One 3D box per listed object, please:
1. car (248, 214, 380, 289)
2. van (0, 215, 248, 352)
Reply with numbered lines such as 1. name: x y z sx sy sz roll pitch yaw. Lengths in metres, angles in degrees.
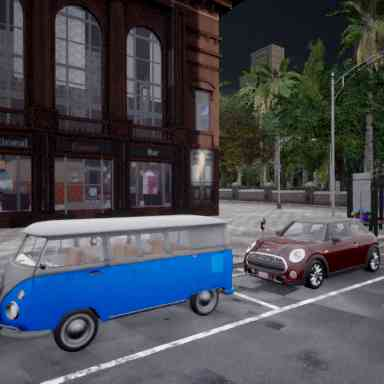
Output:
1. car: 3.298 1.438 9.048 4.097 1.590 1.967 0 0 -36
2. van: -1.103 1.341 5.874 3.998 1.788 1.690 0 0 -36
